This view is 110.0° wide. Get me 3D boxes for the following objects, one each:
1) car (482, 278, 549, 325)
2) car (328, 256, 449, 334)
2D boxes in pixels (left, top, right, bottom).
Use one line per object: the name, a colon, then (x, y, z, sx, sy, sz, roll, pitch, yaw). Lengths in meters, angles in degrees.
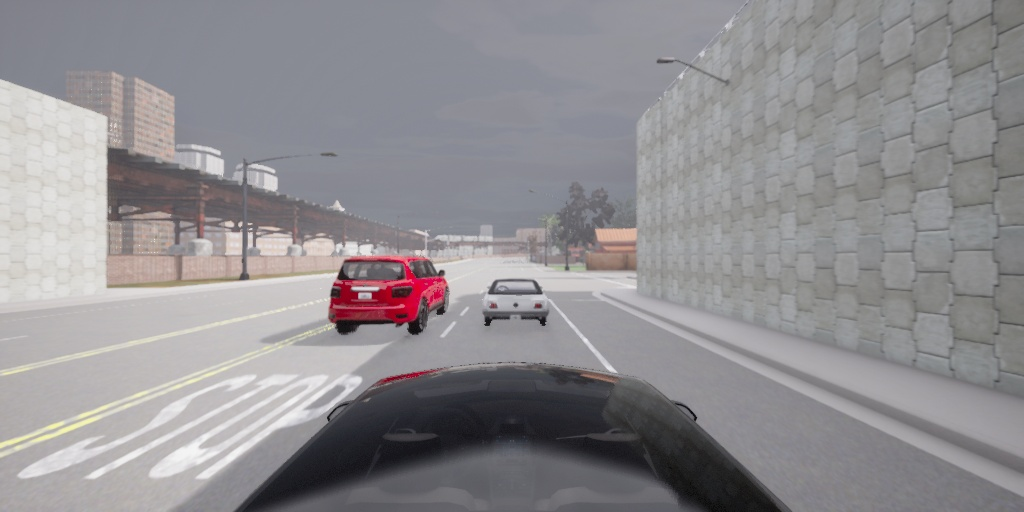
car: (0.102, 1.397, 12.049, 1.895, 1.301, 4.718, 0, 0, 0)
car: (-3.400, 1.015, 10.971, 2.150, 2.045, 5.566, 0, 0, 0)
